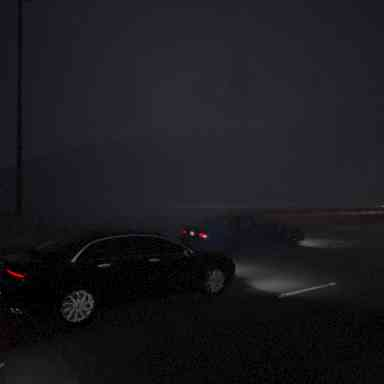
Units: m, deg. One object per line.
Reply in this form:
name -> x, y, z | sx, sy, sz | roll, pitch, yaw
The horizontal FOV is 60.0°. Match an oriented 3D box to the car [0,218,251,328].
car -> -1.239, 1.502, 7.012 | 4.892, 1.490, 1.837 | 0, 0, -35

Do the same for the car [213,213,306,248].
car -> 2.142, 1.573, 13.404 | 5.357, 1.411, 2.033 | 0, 0, -32
